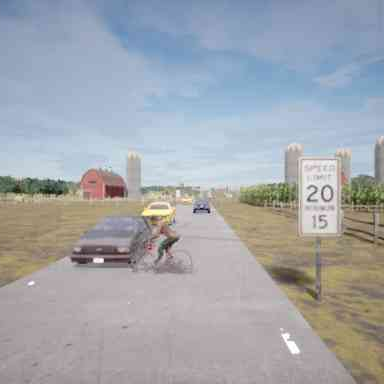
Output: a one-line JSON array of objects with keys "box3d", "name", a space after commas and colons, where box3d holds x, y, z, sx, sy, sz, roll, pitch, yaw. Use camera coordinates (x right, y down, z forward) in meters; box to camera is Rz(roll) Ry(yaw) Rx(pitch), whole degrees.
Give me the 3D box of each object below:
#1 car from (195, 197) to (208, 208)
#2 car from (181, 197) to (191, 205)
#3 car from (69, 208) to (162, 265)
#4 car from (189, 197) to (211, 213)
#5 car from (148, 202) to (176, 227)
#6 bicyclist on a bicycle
[{"box3d": [1.475, 1.576, 50.349, 1.837, 1.490, 4.892, 0, 0, 2], "name": "car"}, {"box3d": [-0.990, 1.633, 63.695, 1.882, 1.535, 5.008, 0, 0, 2], "name": "car"}, {"box3d": [-2.556, 1.547, 12.037, 2.033, 1.411, 5.357, 0, 0, 2], "name": "car"}, {"box3d": [1.108, 1.559, 37.303, 2.033, 1.411, 5.357, 0, 0, 2], "name": "car"}, {"box3d": [-2.220, 1.476, 23.201, 1.882, 1.535, 5.008, 0, 0, 2], "name": "car"}, {"box3d": [-0.825, 1.455, 8.967, 1.656, 1.620, 0.582, -2, 0, 2], "name": "bicyclist on a bicycle"}]
